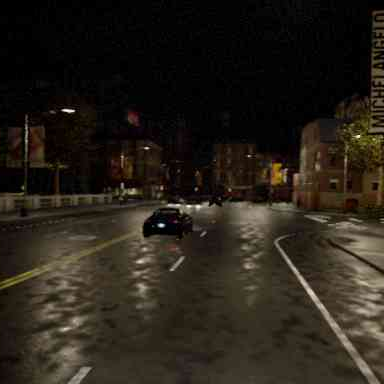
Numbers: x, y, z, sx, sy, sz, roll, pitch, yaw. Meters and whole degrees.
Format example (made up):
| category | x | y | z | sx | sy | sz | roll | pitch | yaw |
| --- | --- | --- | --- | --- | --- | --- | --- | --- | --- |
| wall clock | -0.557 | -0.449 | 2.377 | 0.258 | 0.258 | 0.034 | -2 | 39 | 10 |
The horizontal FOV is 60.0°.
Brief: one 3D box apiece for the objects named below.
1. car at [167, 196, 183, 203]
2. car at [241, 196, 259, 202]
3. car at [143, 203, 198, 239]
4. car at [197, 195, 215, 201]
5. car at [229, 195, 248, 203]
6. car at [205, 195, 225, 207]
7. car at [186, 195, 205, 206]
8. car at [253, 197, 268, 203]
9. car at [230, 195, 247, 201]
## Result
| category | x | y | z | sx | sy | sz | roll | pitch | yaw |
| --- | --- | --- | --- | --- | --- | --- | --- | --- | --- |
| car | -2.709 | 1.363 | 56.157 | 2.033 | 1.411 | 5.357 | 1 | 0 | 10 |
| car | 14.300 | 1.648 | 81.922 | 1.895 | 1.301 | 4.718 | 1 | 0 | 44 |
| car | -1.118 | 1.501 | 17.190 | 1.994 | 1.385 | 4.181 | 1 | 0 | 8 |
| car | 3.334 | 1.480 | 79.026 | 1.895 | 1.301 | 4.718 | 1 | 0 | 38 |
| car | 9.421 | 1.546 | 69.389 | 2.128 | 1.511 | 4.902 | 1 | 0 | 30 |
| car | 3.540 | 1.463 | 49.758 | 1.837 | 1.490 | 4.892 | 1 | 1 | 8 |
| car | 0.470 | 1.411 | 53.521 | 1.812 | 1.442 | 4.674 | 1 | 0 | 10 |
| car | 14.720 | 1.686 | 71.446 | 1.994 | 1.385 | 4.181 | 1 | 0 | 35 |
| car | 11.823 | 1.541 | 84.393 | 1.994 | 1.385 | 4.181 | 1 | 0 | 44 |
